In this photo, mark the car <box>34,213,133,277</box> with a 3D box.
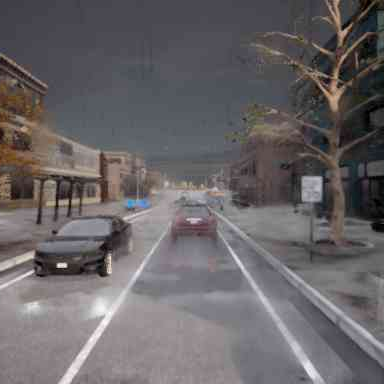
[{"bbox_3d":[-3.101,1.480,10.437,1.882,1.535,5.008,0,0,0],"label":"car"}]

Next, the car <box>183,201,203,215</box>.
[{"bbox_3d":[0.097,1.644,35.368,2.033,1.411,5.357,0,-1,0],"label":"car"}]

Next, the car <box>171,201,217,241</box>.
[{"bbox_3d":[0.099,1.355,16.849,2.097,1.767,4.553,0,0,0],"label":"car"}]
